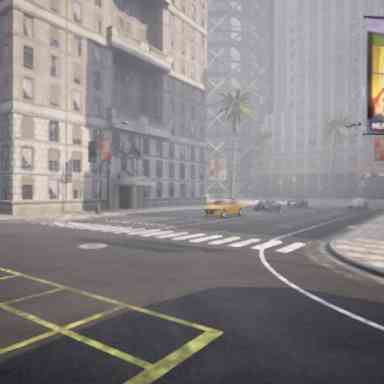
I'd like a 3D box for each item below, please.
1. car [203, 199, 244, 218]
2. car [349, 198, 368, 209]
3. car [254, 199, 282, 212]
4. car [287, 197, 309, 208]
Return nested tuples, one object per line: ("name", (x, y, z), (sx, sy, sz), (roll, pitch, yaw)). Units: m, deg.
("car", (2.849, 1.398, 29.545), (1.882, 1.535, 5.008), (0, 0, 35))
("car", (22.106, 1.485, 44.110), (1.812, 1.442, 4.674), (0, 0, 35))
("car", (8.594, 1.484, 37.629), (1.994, 1.385, 4.181), (0, 0, 36))
("car", (14.678, 1.412, 46.058), (2.128, 1.511, 4.902), (0, 0, 36))
